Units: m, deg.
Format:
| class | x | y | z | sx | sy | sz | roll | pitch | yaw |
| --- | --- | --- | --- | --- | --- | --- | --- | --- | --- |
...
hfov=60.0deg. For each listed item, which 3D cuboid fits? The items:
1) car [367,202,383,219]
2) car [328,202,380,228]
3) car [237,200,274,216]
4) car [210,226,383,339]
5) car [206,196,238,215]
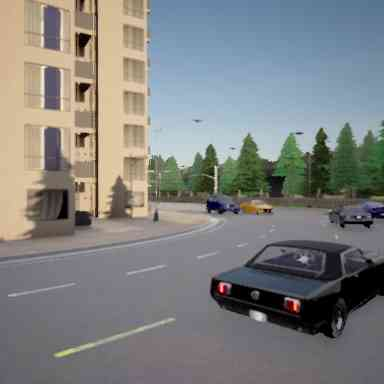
| class | x | y | z | sx | sy | sz | roll | pitch | yaw |
| --- | --- | --- | --- | --- | --- | --- | --- | --- | --- |
| car | 14.787 | 1.564 | 27.879 | 1.882 | 1.535 | 5.008 | 0 | 0 | 3 |
| car | 10.850 | 1.626 | 23.052 | 2.033 | 1.411 | 5.357 | 0 | 0 | 12 |
| car | 7.004 | 1.647 | 35.802 | 1.882 | 1.535 | 5.008 | 0 | 0 | -15 |
| car | 2.562 | 1.629 | 6.731 | 1.895 | 1.301 | 4.718 | -1 | 0 | 44 |
| car | 3.307 | 1.414 | 36.564 | 2.150 | 2.045 | 5.566 | 0 | -1 | -18 |
